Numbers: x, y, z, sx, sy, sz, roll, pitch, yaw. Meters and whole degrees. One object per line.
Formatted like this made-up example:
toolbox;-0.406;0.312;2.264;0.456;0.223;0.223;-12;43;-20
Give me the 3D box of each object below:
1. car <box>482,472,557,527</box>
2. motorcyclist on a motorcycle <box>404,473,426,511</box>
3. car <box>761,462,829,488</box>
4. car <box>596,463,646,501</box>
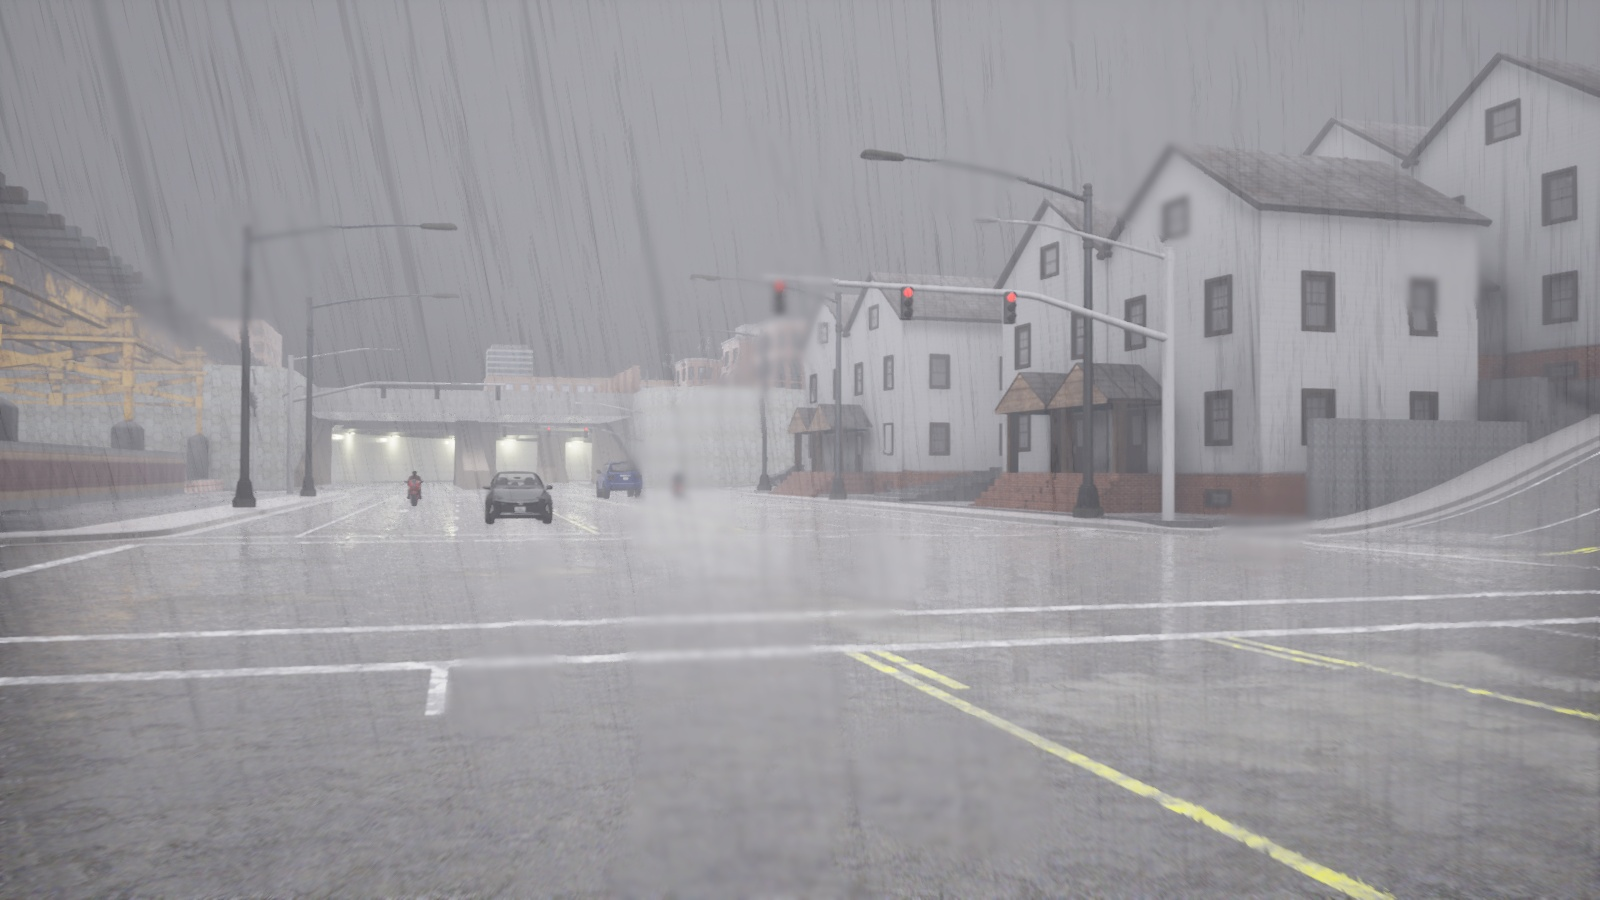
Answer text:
car;-8.483;1.431;37.726;2.007;1.525;4.514;0;-1;-15
motorcyclist on a motorcycle;-16.115;1.747;52.608;0.797;1.523;2.044;0;-1;-15
car;-0.374;1.866;94.820;4.674;1.442;1.812;-7;1;-16
car;-10.150;1.767;70.844;2.150;2.045;5.566;0;-1;-15
